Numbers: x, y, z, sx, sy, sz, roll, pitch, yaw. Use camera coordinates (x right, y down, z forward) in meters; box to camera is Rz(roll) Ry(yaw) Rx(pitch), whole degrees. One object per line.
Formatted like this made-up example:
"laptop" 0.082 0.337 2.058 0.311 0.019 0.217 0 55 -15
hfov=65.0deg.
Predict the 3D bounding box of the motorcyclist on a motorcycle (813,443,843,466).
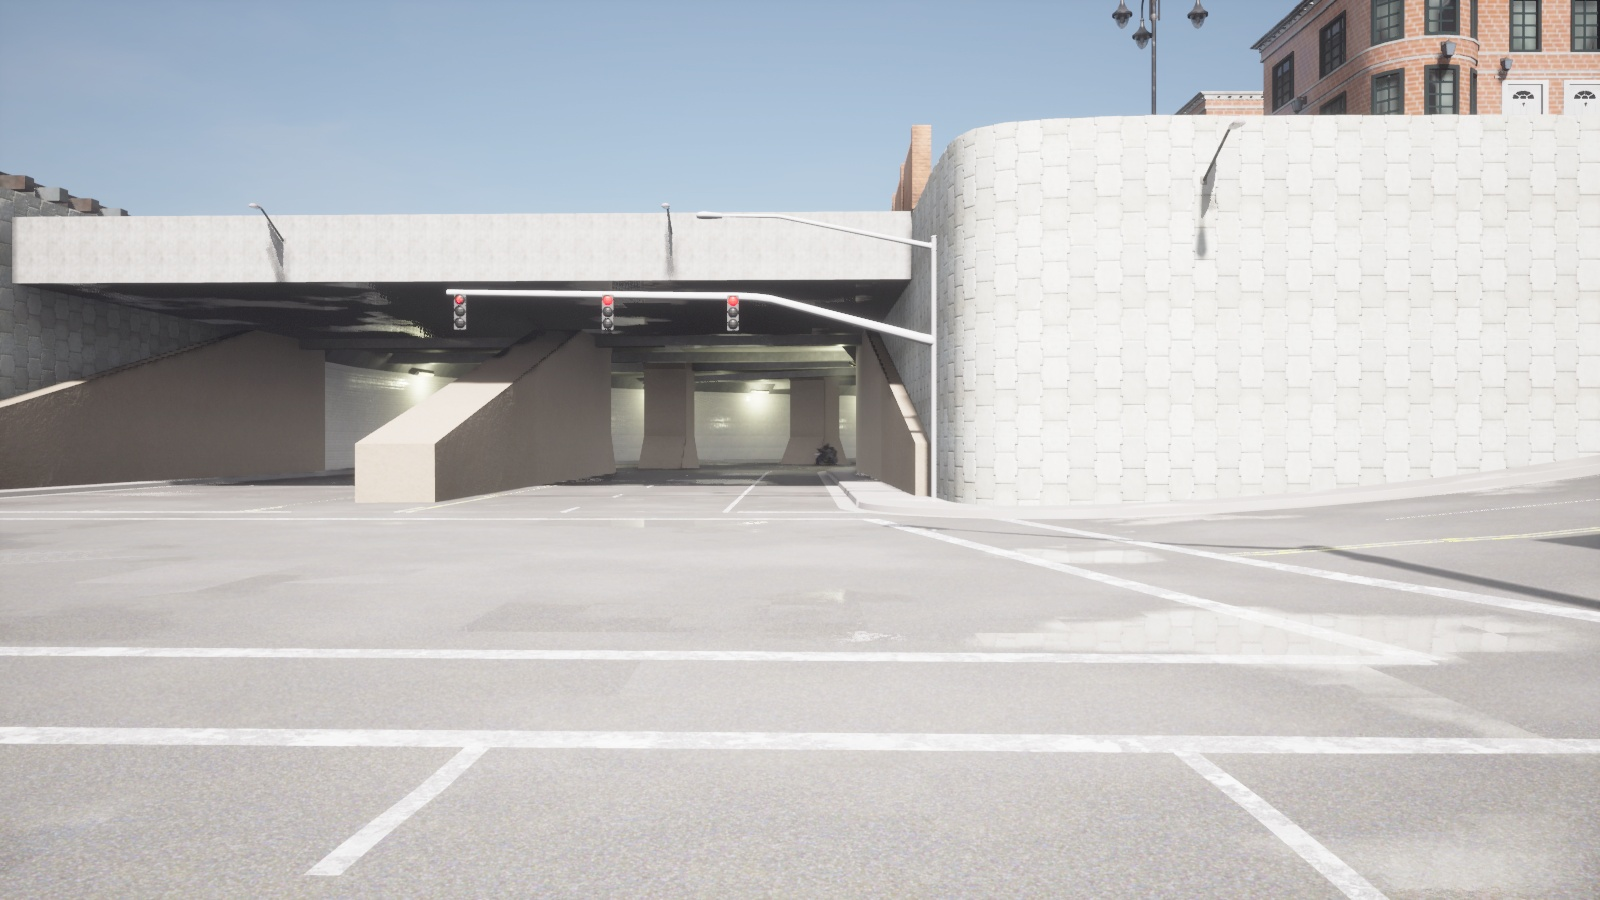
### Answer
"motorcyclist on a motorcycle" 1.906 0.304 84.947 0.866 1.530 2.191 1 1 41
